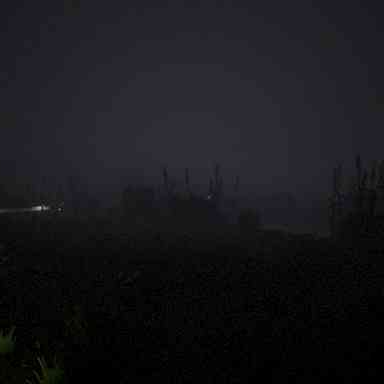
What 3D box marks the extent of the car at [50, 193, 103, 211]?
[{"bbox_3d":[-10.576,0.961,30.403,2.097,1.767,4.553,0,3,40],"label":"car"}]
